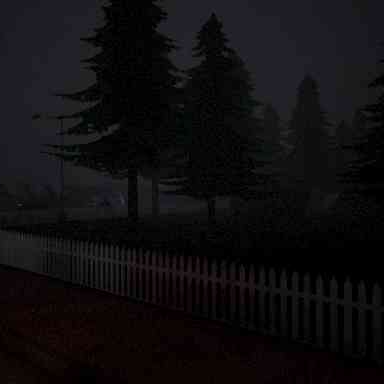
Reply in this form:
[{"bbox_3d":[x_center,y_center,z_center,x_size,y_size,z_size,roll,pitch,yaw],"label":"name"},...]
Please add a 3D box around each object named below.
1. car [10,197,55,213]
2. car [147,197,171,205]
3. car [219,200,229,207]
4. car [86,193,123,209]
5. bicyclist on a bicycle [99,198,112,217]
[{"bbox_3d":[-18.052,1.352,37.661,2.097,1.767,4.553,0,0,34],"label":"car"},{"bbox_3d":[-5.559,1.492,55.940,2.128,1.511,4.902,0,0,35],"label":"car"},{"bbox_3d":[4.278,1.221,51.479,2.150,2.045,5.566,0,0,34],"label":"car"},{"bbox_3d":[-12.093,1.221,46.420,2.150,2.045,5.566,0,0,34],"label":"car"},{"bbox_3d":[-7.200,1.302,27.864,1.656,1.620,0.582,0,0,34],"label":"bicyclist on a bicycle"}]
